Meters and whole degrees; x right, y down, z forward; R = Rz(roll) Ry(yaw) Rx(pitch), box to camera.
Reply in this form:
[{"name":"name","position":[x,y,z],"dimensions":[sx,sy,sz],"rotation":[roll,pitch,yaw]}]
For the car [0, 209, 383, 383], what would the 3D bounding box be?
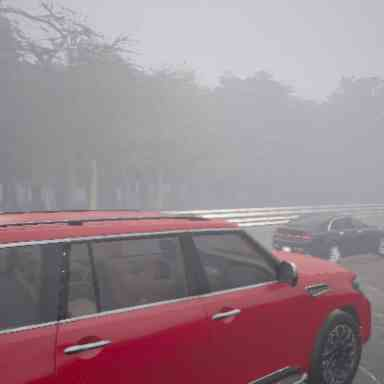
[{"name":"car","position":[-0.399,1.215,3.533],"dimensions":[5.566,2.045,2.150],"rotation":[0,0,-35]}]
